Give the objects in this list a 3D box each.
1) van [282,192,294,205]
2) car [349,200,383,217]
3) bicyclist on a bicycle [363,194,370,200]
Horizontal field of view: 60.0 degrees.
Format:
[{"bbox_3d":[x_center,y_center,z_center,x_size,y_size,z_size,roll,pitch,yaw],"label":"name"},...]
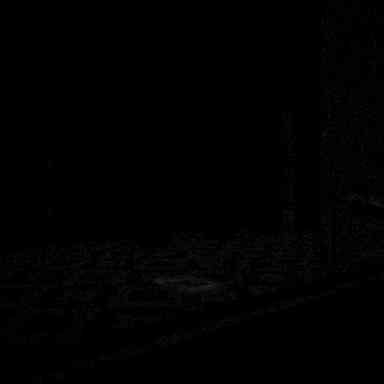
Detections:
[{"bbox_3d":[12.289,0.930,46.600,1.690,1.788,3.998,1,0,-36],"label":"van"},{"bbox_3d":[14.856,1.367,28.326,2.008,1.369,4.403,1,0,-36],"label":"car"},{"bbox_3d":[20.878,1.030,39.656,1.656,1.620,0.582,0,1,-36],"label":"bicyclist on a bicycle"}]
